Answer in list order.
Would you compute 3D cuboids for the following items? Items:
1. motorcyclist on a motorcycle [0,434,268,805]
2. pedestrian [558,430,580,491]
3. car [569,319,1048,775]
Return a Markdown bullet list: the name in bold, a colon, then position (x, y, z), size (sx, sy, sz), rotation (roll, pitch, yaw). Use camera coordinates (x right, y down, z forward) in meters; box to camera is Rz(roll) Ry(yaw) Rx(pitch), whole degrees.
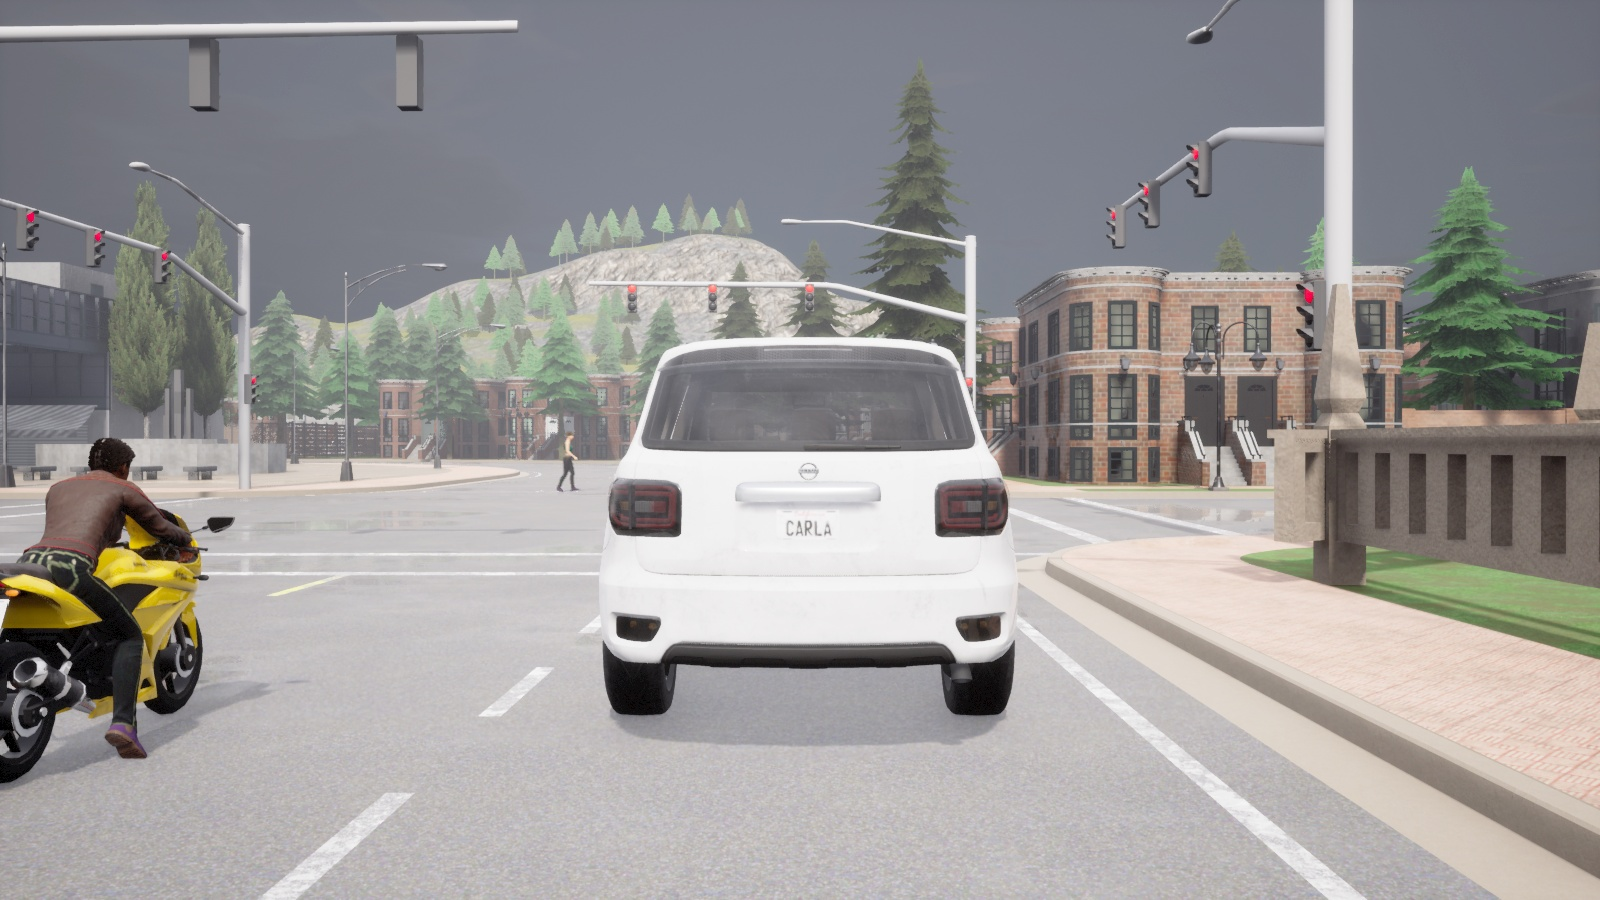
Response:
- **motorcyclist on a motorcycle**: position (-3.453, 0.691, 6.178), size (0.797, 1.523, 2.044), rotation (0, 0, 0)
- **pedestrian**: position (-6.981, 0.315, 37.953), size (0.594, 1.836, 0.345), rotation (0, 0, 2)
- **car**: position (0.058, 0.418, 8.421), size (2.150, 2.045, 5.566), rotation (0, 0, 0)
